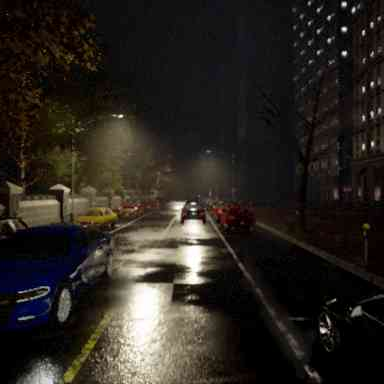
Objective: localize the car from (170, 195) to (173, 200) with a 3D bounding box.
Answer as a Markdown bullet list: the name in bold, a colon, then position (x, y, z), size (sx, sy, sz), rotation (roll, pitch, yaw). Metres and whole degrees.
- **car**: position (-5.693, 1.575, 70.502), size (1.752, 1.417, 4.829), rotation (0, 0, 0)

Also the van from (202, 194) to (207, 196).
- **van**: position (2.688, 1.383, 65.041), size (1.690, 1.788, 3.998), rotation (0, 0, 0)

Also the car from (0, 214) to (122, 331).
- **car**: position (-3.075, 1.477, 7.246), size (1.882, 1.535, 5.008), rotation (0, 0, 0)

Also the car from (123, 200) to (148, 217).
- **car**: position (-5.690, 1.449, 31.245), size (1.967, 1.590, 4.097), rotation (0, 0, 0)

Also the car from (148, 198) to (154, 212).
- **car**: position (-5.691, 1.558, 36.878), size (1.887, 1.381, 4.507), rotation (0, 0, 0)

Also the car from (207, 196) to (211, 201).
- **car**: position (2.690, 1.450, 31.246), size (1.967, 1.590, 4.097), rotation (0, 0, 0)

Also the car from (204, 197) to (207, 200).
- **car**: position (2.689, 1.564, 36.878), size (2.008, 1.369, 4.403), rotation (0, 0, 0)

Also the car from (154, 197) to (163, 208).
- **car**: position (-5.692, 1.566, 48.142), size (1.887, 1.381, 4.507), rotation (0, 0, 0)

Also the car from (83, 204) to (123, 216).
- **car**: position (-5.689, 1.528, 19.812), size (1.752, 1.417, 4.829), rotation (0, 0, 0)

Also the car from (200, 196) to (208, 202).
- **car**: position (2.687, 1.642, 76.304), size (1.802, 1.307, 4.206), rotation (0, 0, 0)

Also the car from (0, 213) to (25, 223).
- **car**: position (-5.689, 1.440, 8.717), size (1.967, 1.590, 4.097), rotation (0, 0, 0)

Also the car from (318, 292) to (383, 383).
- **car**: position (2.691, 1.566, 3.085), size (1.947, 1.339, 4.313), rotation (0, 0, 0)

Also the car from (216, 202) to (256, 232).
- **car**: position (2.691, 1.548, 19.983), size (1.887, 1.381, 4.507), rotation (0, 0, 0)

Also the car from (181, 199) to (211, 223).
- **car**: position (0.099, 1.553, 25.700), size (2.033, 1.411, 5.357), rotation (0, 0, 0)

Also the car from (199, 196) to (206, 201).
- **car**: position (2.687, 1.662, 87.569), size (1.802, 1.307, 4.206), rotation (0, 0, 0)

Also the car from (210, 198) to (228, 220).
- **car**: position (2.691, 1.447, 25.614), size (1.967, 1.590, 4.097), rotation (0, 0, 0)

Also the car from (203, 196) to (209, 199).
- **car**: position (2.689, 1.568, 42.510), size (2.008, 1.369, 4.403), rotation (0, 0, 0)

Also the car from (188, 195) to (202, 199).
- **car**: position (0.098, 1.497, 45.690), size (1.882, 1.535, 5.008), rotation (0, 0, 0)

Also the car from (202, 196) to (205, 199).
- **car**: position (2.689, 1.604, 48.143), size (1.802, 1.307, 4.206), rotation (0, 0, 0)

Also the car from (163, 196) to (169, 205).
- **car**: position (-5.692, 1.578, 59.407), size (1.887, 1.381, 4.507), rotation (0, 0, 0)
